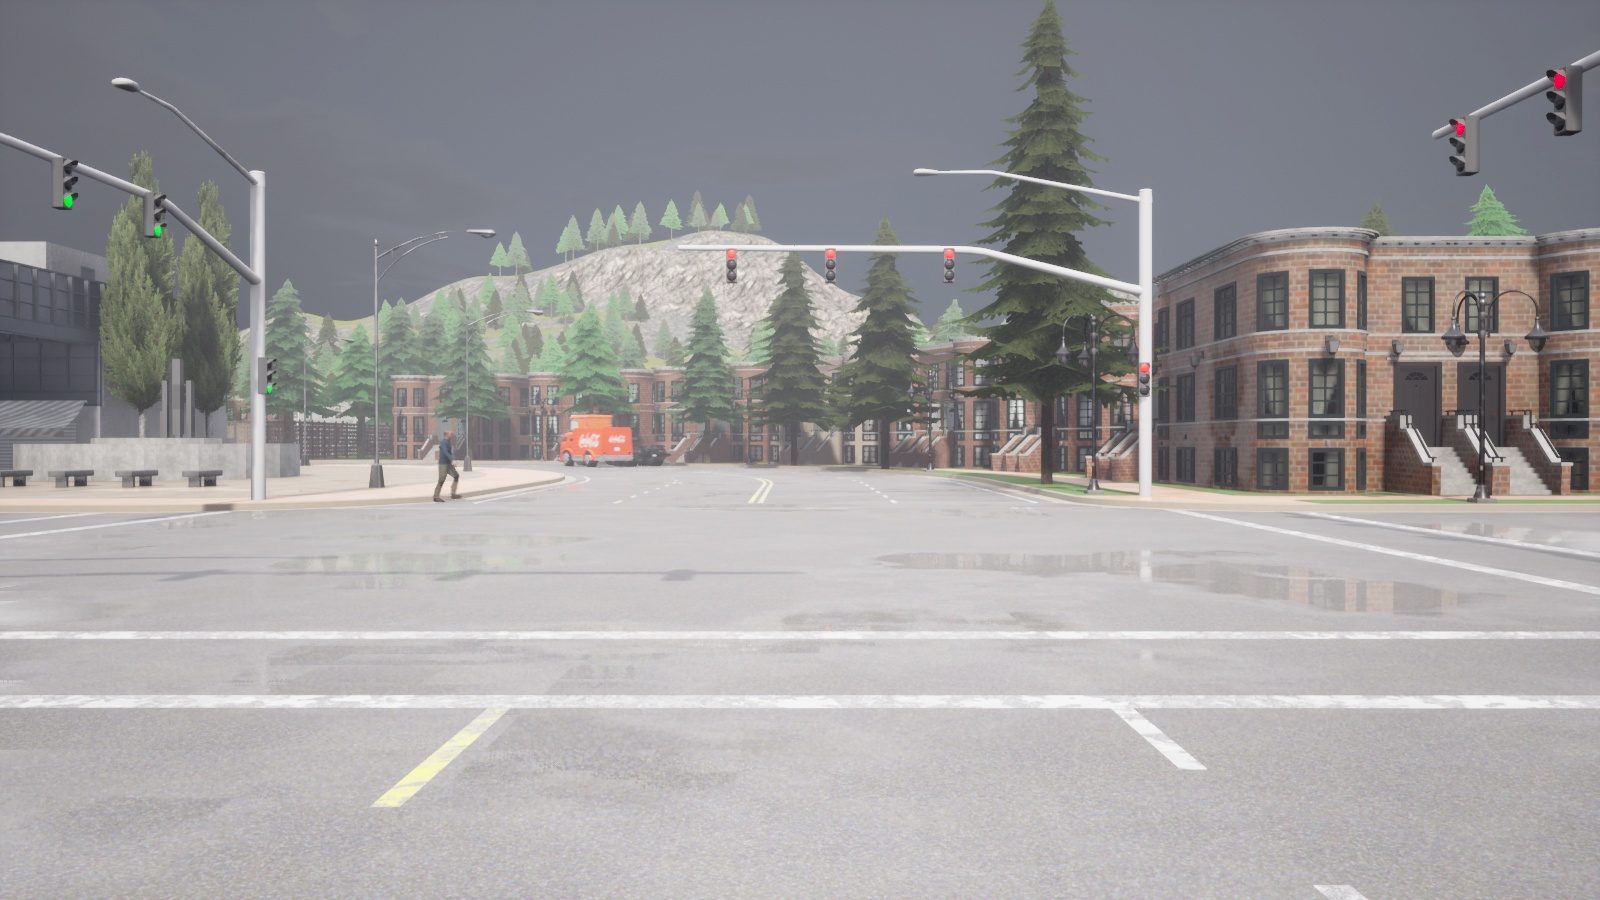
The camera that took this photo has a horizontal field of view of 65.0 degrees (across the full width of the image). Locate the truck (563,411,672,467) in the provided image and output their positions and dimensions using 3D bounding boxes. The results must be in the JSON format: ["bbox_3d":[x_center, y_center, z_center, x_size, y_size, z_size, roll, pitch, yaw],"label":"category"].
[{"bbox_3d":[-12.051,-0.712,82.293,2.891,3.462,7.936,0,0,-45],"label":"truck"}]

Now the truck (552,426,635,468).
[{"bbox_3d":[-12.898,-0.195,78.199,2.627,2.467,5.204,0,0,-43],"label":"truck"}]

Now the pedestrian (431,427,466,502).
[{"bbox_3d":[-8.679,0.352,31.003,0.726,1.842,0.402,0,0,3],"label":"pedestrian"}]
